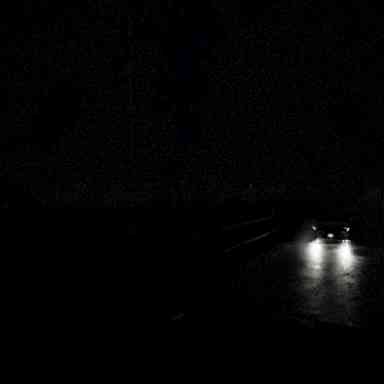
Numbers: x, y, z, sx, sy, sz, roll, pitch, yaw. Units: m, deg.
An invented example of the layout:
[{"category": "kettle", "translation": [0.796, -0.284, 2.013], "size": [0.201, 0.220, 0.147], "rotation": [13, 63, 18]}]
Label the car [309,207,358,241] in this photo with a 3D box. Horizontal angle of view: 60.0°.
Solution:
[{"category": "car", "translation": [7.247, 1.477, 16.672], "size": [2.033, 1.411, 5.357], "rotation": [0, 0, 29]}]
